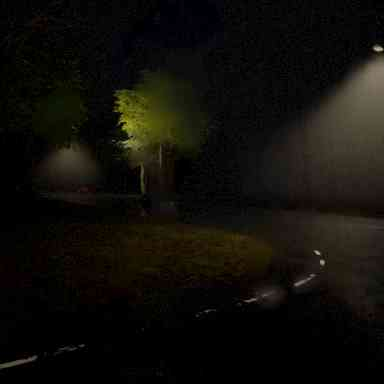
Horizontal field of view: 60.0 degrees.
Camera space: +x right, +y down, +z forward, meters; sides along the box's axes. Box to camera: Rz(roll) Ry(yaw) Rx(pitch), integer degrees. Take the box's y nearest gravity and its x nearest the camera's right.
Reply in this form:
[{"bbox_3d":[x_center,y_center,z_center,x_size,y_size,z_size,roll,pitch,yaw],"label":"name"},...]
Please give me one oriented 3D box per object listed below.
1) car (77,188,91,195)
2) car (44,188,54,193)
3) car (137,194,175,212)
[{"bbox_3d":[-22.945,-0.224,70.663,1.812,1.442,4.674,-1,2,-35],"label":"car"},{"bbox_3d":[-34.604,-0.440,80.491,1.895,1.301,4.718,-1,2,-30],"label":"car"},{"bbox_3d":[-3.457,0.987,31.136,1.837,1.490,4.892,-1,2,-35],"label":"car"}]
